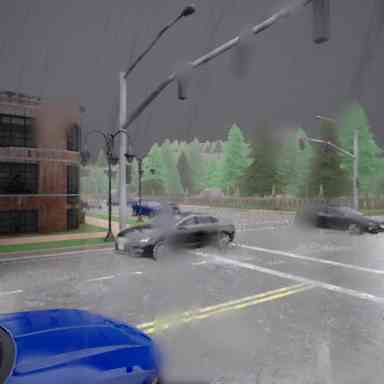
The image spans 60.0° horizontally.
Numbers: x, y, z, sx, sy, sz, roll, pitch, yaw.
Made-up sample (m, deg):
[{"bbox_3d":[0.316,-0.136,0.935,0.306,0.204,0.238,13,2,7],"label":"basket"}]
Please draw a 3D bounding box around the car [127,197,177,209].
[{"bbox_3d":[-3.541,1.478,29.061,1.882,1.535,5.008,0,0,-35],"label":"car"}]

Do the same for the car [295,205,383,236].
[{"bbox_3d":[8.110,1.507,18.504,1.837,1.490,4.892,0,-1,-35],"label":"car"}]

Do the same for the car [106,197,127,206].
[{"bbox_3d":[-12.611,1.564,54.573,1.994,1.385,4.181,0,0,-35],"label":"car"}]

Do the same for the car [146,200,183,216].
[{"bbox_3d":[-2.860,1.564,34.205,1.994,1.385,4.181,0,0,-35],"label":"car"}]

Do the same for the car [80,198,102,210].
[{"bbox_3d":[-13.102,1.571,42.890,1.812,1.442,4.674,0,0,-35],"label":"car"}]

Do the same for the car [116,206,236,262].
[{"bbox_3d":[-0.425,1.491,12.216,4.902,1.511,2.128,0,1,-43],"label":"car"}]

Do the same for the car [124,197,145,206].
[{"bbox_3d":[-9.813,1.526,56.679,1.812,1.442,4.674,0,0,-35],"label":"car"}]

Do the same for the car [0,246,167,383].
[{"bbox_3d":[-2.486,1.478,1.968,5.008,1.535,1.882,0,0,-36],"label":"car"}]
